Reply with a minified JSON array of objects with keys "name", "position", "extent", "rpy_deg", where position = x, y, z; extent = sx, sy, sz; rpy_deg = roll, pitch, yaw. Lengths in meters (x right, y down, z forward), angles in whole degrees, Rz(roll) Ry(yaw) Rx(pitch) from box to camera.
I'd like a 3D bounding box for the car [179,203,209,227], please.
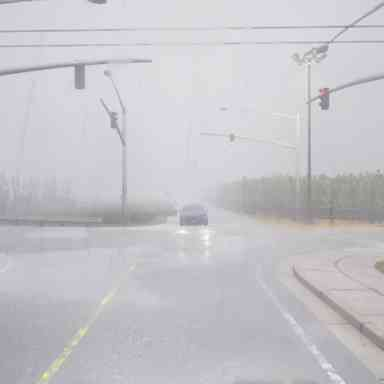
[{"name":"car","position":[0.118,1.559,23.417],"extent":[1.882,1.535,5.008],"rpy_deg":[0,1,-1]}]
